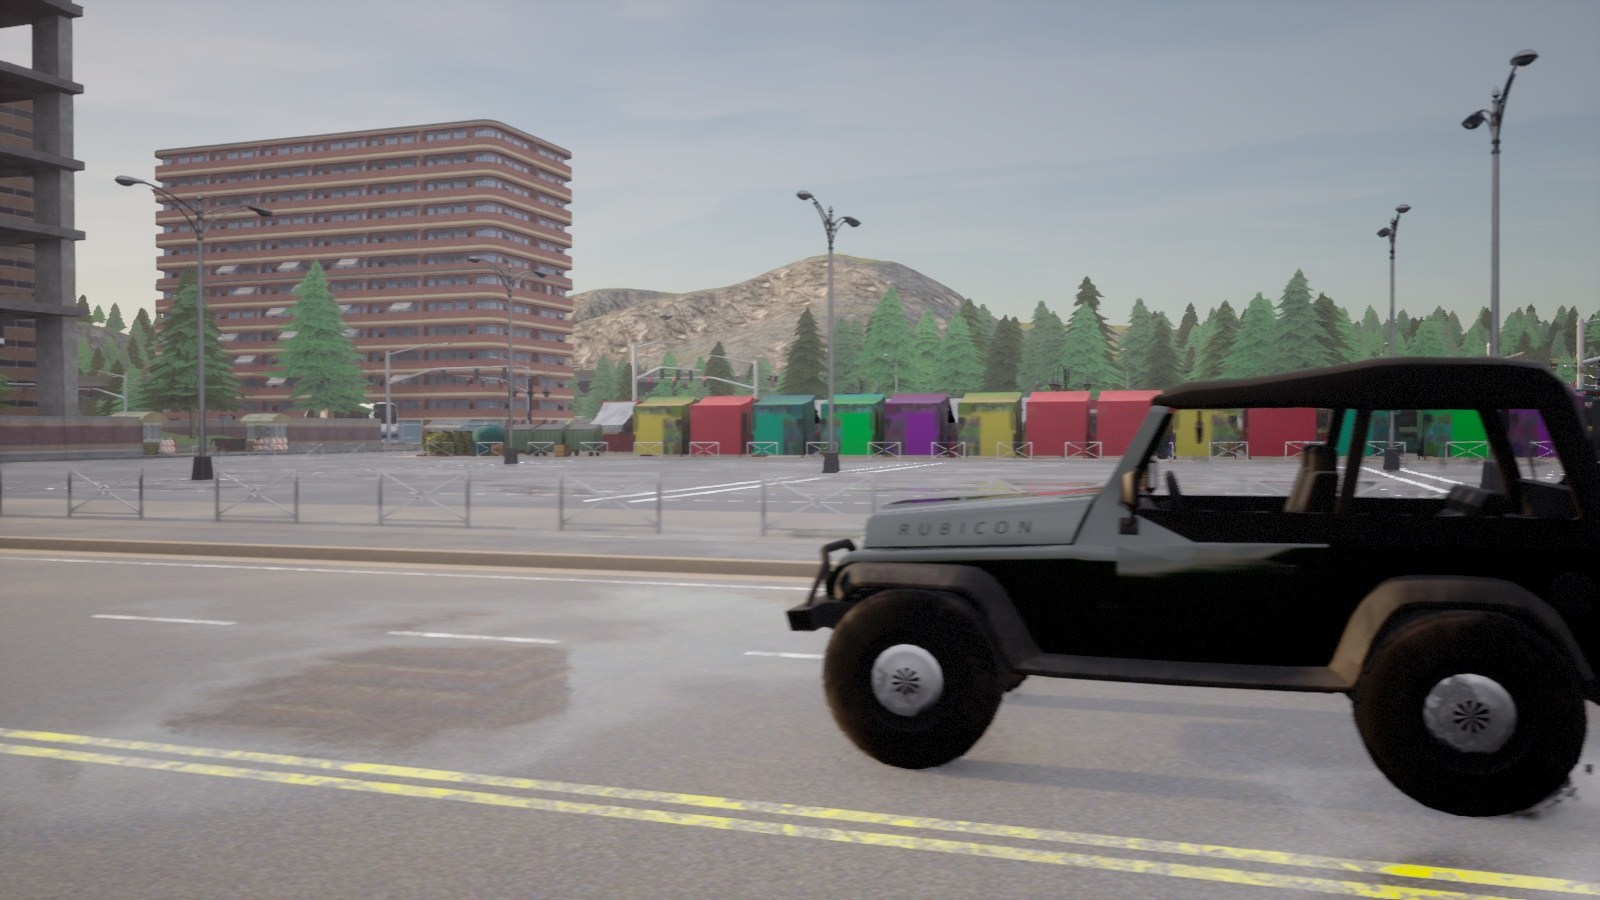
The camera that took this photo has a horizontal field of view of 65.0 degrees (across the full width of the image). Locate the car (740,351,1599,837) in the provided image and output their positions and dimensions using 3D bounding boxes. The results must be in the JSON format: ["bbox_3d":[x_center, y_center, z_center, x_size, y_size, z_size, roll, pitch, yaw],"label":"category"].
[{"bbox_3d":[1.852,0.529,6.260,3.866,1.878,1.905,1,1,19],"label":"car"}]
